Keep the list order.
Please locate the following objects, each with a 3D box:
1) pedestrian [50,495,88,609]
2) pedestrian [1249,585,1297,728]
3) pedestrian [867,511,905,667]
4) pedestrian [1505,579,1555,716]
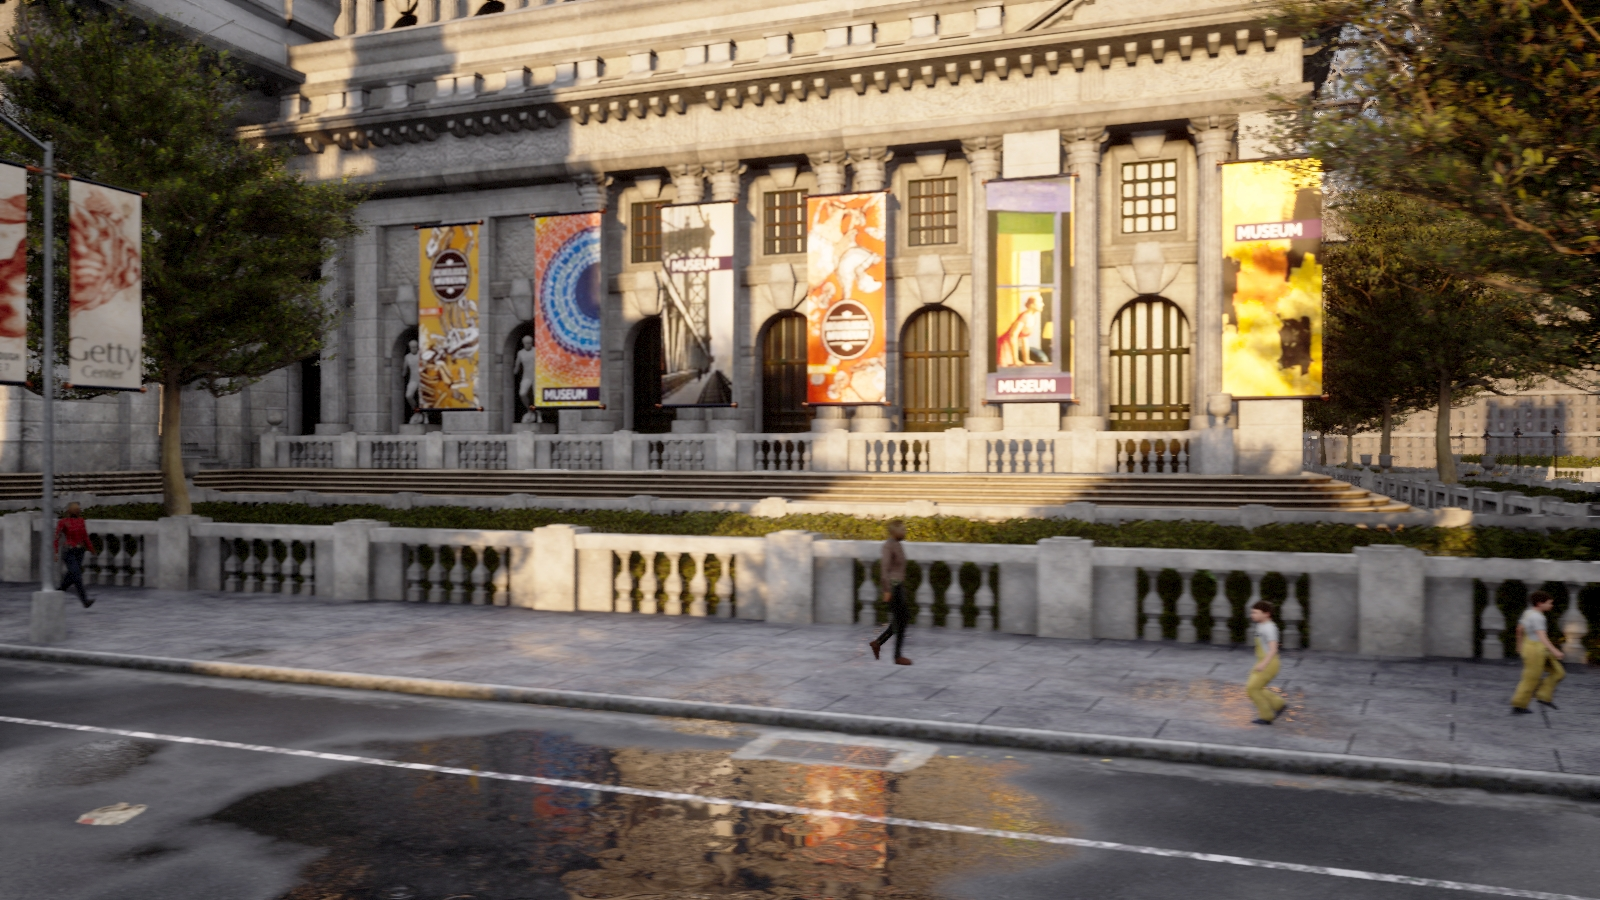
[{"bbox_3d":[-12.192,1.694,19.059,0.375,1.860,0.375,0,0,23],"label":"pedestrian"},{"bbox_3d":[4.563,1.978,11.034,0.375,1.300,0.375,0,0,14],"label":"pedestrian"},{"bbox_3d":[1.067,1.697,14.093,0.375,1.860,0.375,0,0,22],"label":"pedestrian"},{"bbox_3d":[7.354,1.976,11.512,0.375,1.300,0.375,0,0,24],"label":"pedestrian"}]
